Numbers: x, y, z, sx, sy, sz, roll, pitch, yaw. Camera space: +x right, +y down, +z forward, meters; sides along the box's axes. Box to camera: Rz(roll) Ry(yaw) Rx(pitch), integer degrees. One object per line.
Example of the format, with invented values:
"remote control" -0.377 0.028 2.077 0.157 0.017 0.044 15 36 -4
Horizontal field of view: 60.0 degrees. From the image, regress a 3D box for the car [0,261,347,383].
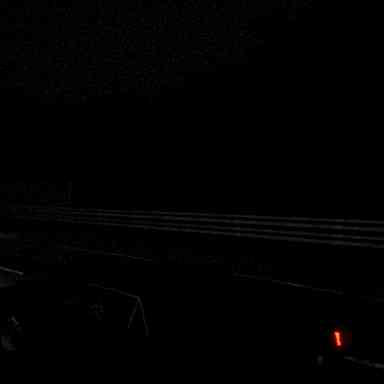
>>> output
"car" -0.688 1.627 4.362 4.718 1.301 1.895 -1 0 36
